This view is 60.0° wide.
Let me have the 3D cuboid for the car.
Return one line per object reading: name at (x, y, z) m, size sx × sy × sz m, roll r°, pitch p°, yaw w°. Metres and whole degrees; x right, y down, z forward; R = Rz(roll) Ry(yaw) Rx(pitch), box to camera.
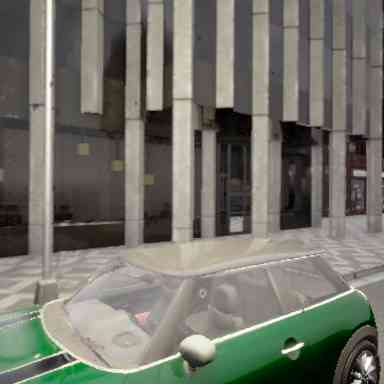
car at (-0.178, 1.357, 3.250) m, size 4.553 × 1.767 × 2.097 m, roll 0°, pitch 0°, yaw -35°
